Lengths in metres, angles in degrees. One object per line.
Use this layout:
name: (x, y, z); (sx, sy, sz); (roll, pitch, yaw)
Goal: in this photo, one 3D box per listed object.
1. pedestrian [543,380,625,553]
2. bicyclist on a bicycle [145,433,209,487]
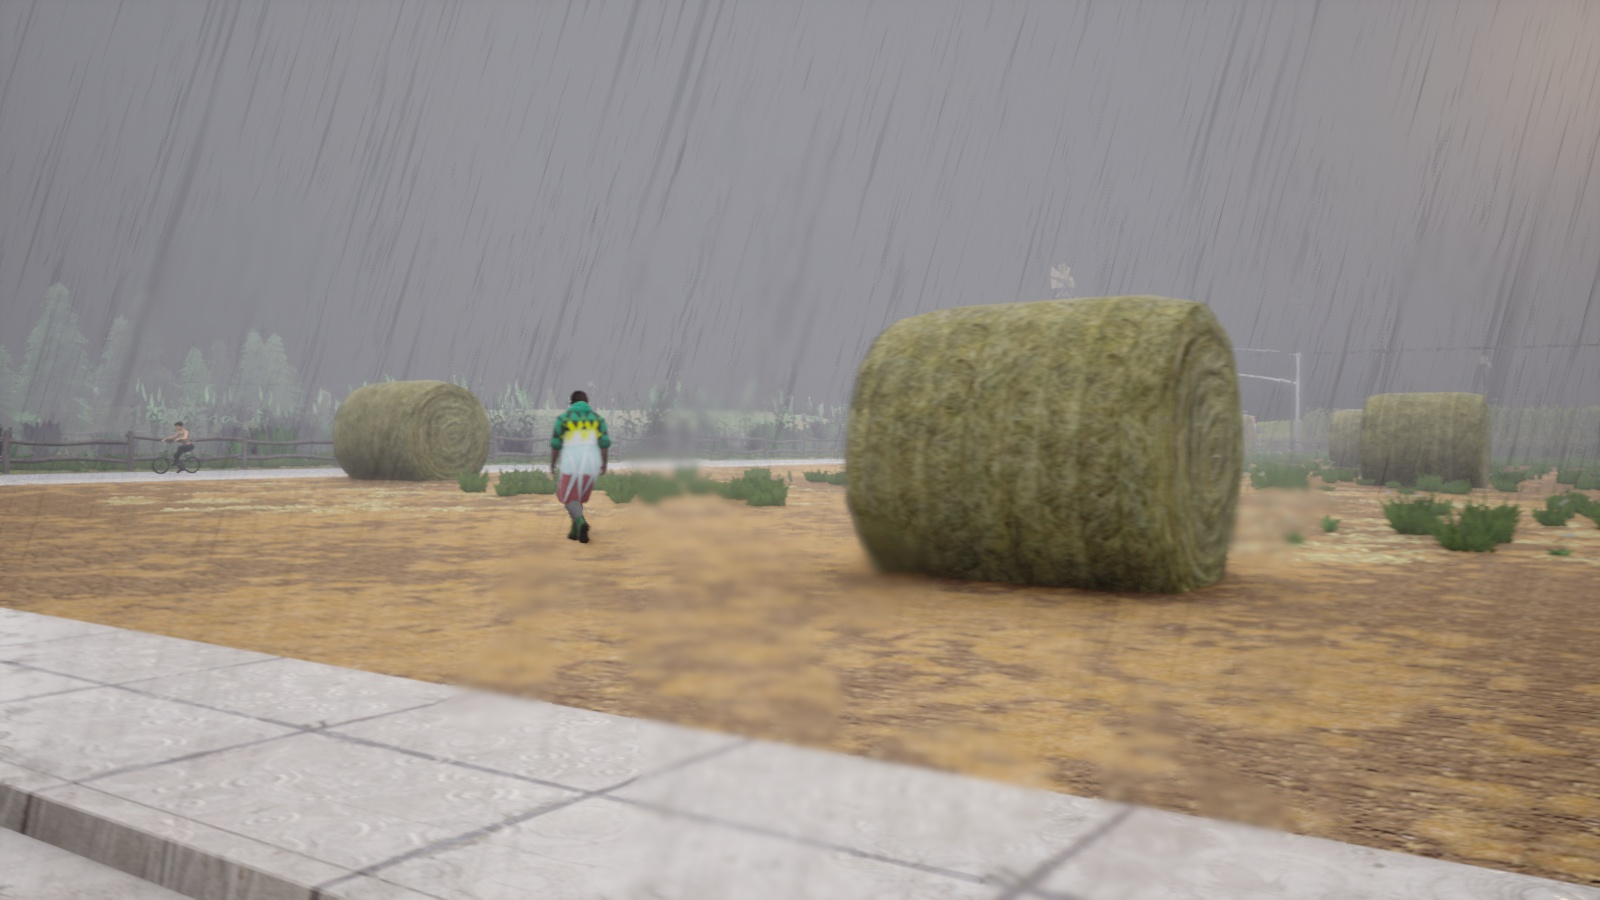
pedestrian: (-2.542, 0.178, 14.743); (0.659, 1.952, 0.873); (-1, 1, -31)
bicyclist on a bicycle: (-19.148, 0.280, 38.614); (0.866, 1.612, 1.509); (0, 1, 37)
